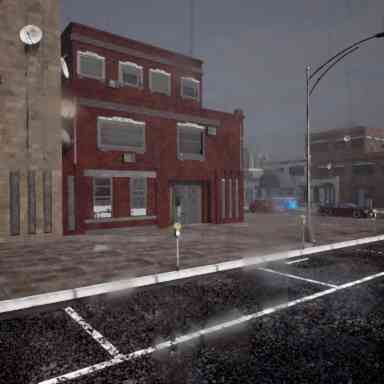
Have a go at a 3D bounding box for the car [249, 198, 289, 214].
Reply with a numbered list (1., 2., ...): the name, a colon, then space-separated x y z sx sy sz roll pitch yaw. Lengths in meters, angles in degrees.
1. car: 9.433 1.743 42.264 2.097 1.767 4.553 -1 0 -38

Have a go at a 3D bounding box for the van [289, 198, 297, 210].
1. van: 12.875 1.705 47.255 1.690 1.788 3.998 -2 0 -38

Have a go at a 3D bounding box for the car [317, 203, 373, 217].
1. car: 15.684 1.794 34.180 2.033 1.411 5.357 -1 0 -37
